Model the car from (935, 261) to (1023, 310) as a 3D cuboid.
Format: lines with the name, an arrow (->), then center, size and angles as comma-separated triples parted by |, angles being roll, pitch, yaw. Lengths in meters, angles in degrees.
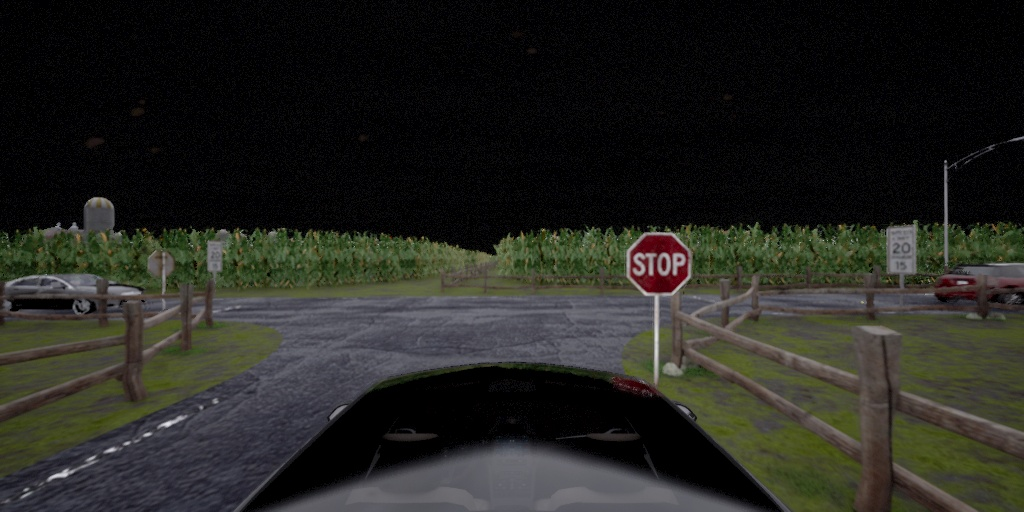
car -> 19.529, 1.053, 13.857 | 4.553, 1.767, 2.097 | 0, 0, 0

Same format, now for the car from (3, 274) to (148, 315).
car -> -17.181, 1.458, 13.976 | 4.902, 1.511, 2.128 | 0, 0, 0
